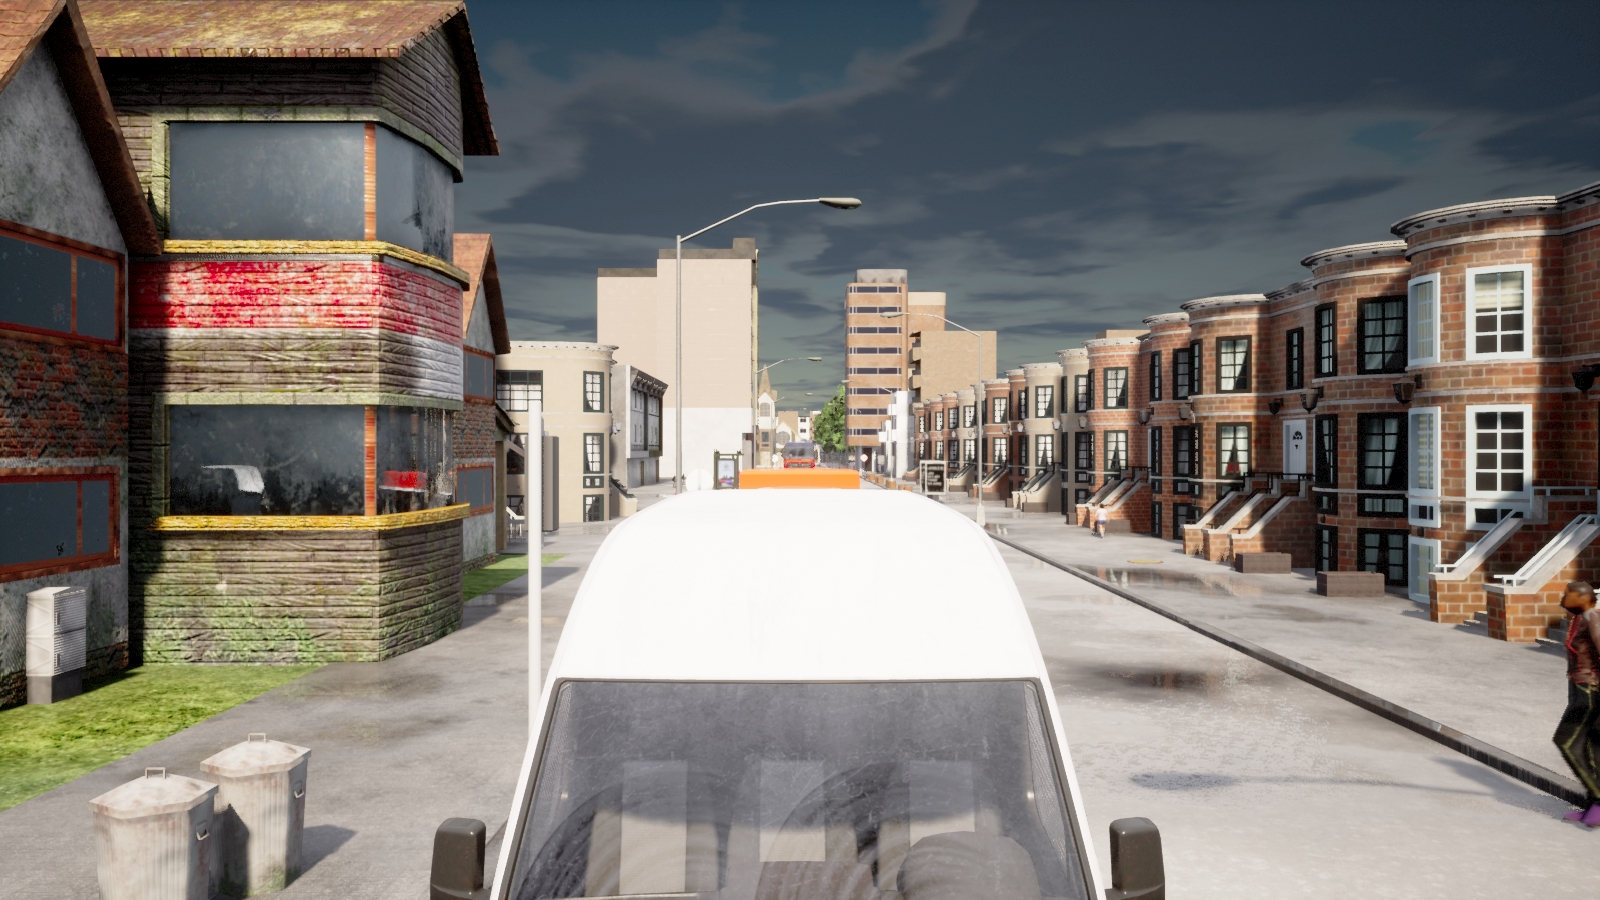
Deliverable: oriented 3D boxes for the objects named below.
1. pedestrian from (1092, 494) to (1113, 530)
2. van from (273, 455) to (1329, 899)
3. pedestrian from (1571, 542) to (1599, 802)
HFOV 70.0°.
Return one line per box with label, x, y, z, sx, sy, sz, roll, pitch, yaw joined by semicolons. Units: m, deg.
pedestrian;9.306;1.903;35.179;0.500;1.100;0.500;0;0;0
van;-0.003;1.314;5.110;1.988;2.561;5.915;0;0;0
pedestrian;5.944;1.629;8.455;0.375;1.860;0.375;0;0;30
